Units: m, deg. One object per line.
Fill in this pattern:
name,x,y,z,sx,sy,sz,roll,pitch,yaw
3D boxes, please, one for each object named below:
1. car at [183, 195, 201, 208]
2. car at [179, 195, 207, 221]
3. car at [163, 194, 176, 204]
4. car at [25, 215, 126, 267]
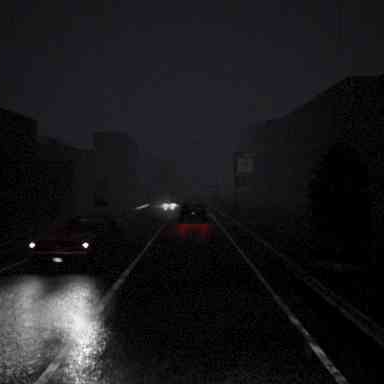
car,0.010,1.139,41.572,2.128,1.511,4.902,0,0,0
car,0.076,1.252,24.755,1.882,1.535,5.008,0,1,0
car,-3.519,1.068,53.204,2.128,1.511,4.902,0,0,0
car,-3.594,1.497,11.127,1.895,1.301,4.718,0,1,0
